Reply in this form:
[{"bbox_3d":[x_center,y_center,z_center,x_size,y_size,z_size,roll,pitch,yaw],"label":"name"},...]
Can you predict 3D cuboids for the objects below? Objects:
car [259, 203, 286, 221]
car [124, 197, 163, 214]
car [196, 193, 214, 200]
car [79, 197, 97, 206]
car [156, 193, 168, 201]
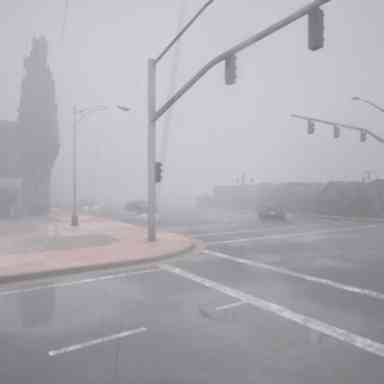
[{"bbox_3d":[6.493,1.598,26.958,1.994,1.385,4.181,0,0,12],"label":"car"},{"bbox_3d":[-5.541,1.543,35.614,2.033,1.411,5.357,0,0,-33],"label":"car"},{"bbox_3d":[3.383,1.146,62.410,3.866,1.878,1.905,0,0,-34],"label":"car"},{"bbox_3d":[-16.810,1.474,53.466,1.882,1.535,5.008,0,0,-32],"label":"car"},{"bbox_3d":[-7.616,1.146,78.661,3.866,1.878,1.905,0,0,-34],"label":"car"}]
